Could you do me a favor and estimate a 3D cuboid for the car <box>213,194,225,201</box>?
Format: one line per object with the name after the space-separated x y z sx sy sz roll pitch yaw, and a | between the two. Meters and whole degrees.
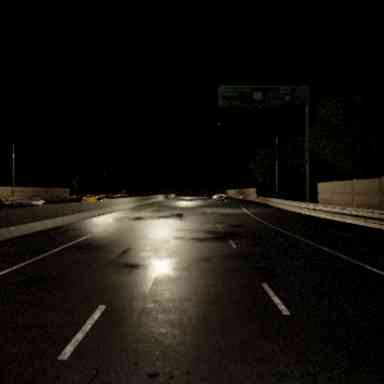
7.018 1.574 82.880 1.895 1.301 4.718 0 0 0 | car

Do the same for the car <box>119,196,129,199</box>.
-13.985 1.488 68.677 1.812 1.442 4.674 0 0 0 | car

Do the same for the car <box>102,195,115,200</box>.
-17.484 1.392 69.718 1.812 1.442 4.674 0 0 0 | car

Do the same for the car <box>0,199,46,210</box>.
-14.085 1.551 27.621 1.994 1.385 4.181 0 0 0 | car

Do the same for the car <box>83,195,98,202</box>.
-20.985 1.442 68.678 1.882 1.535 5.008 0 0 0 | car
